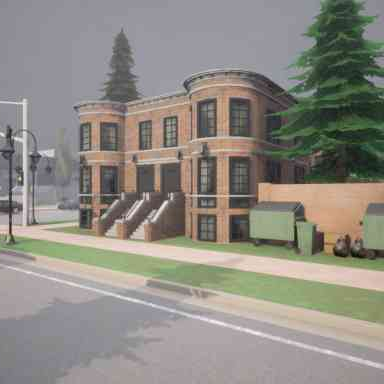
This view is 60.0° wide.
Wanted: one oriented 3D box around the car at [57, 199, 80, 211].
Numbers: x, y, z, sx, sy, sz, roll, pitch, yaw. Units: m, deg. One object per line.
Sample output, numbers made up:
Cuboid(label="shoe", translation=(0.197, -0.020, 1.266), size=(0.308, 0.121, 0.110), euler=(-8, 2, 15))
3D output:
Cuboid(label="car", translation=(-14.466, 1.563, 41.117), size=(1.994, 1.385, 4.181), euler=(0, 0, 32))

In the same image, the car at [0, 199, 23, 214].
Cuboid(label="car", translation=(-19.580, 1.505, 33.504), size=(1.837, 1.490, 4.892), euler=(0, 0, 35))
